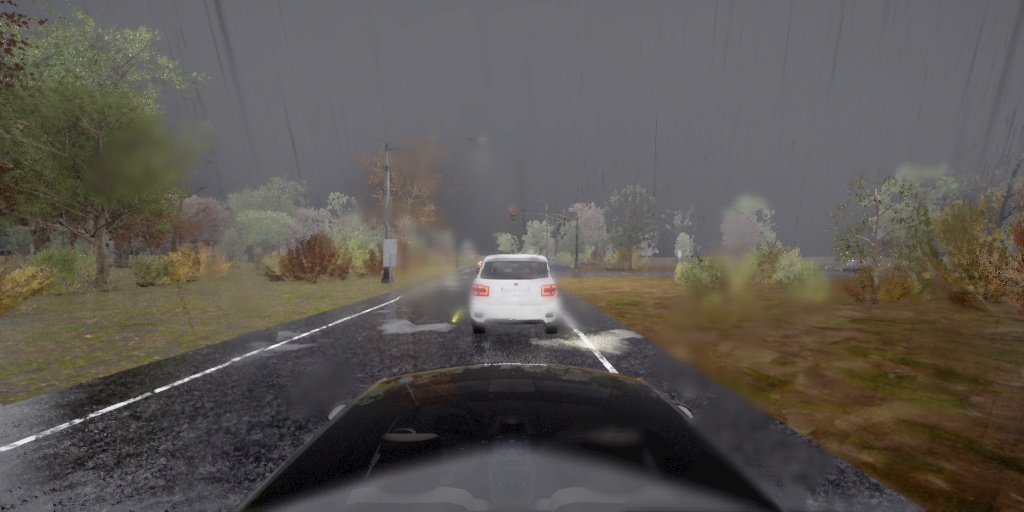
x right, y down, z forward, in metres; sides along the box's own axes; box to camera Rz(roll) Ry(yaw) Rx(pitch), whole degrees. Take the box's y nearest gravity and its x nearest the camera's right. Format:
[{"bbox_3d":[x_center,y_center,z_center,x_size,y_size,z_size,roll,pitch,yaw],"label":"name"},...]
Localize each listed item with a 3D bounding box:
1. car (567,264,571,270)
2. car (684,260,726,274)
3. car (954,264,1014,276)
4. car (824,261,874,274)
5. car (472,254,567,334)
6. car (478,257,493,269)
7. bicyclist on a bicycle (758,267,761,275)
[{"bbox_3d":[4.962,1.276,44.080,4.674,1.442,1.812,0,1,29],"label":"car"},{"bbox_3d":[22.044,1.241,41.567,5.008,1.535,1.882,0,0,1],"label":"car"},{"bbox_3d":[49.073,1.278,37.107,4.902,1.511,2.128,0,0,5],"label":"car"},{"bbox_3d":[38.607,1.265,40.968,4.902,1.511,2.128,0,0,3],"label":"car"},{"bbox_3d":[0.088,0.971,10.744,2.150,2.045,5.566,0,0,0],"label":"car"},{"bbox_3d":[-4.205,1.102,57.563,2.097,1.767,4.553,0,0,-2],"label":"car"},{"bbox_3d":[24.018,1.221,35.229,0.582,1.620,1.656,0,0,1],"label":"bicyclist on a bicycle"}]
